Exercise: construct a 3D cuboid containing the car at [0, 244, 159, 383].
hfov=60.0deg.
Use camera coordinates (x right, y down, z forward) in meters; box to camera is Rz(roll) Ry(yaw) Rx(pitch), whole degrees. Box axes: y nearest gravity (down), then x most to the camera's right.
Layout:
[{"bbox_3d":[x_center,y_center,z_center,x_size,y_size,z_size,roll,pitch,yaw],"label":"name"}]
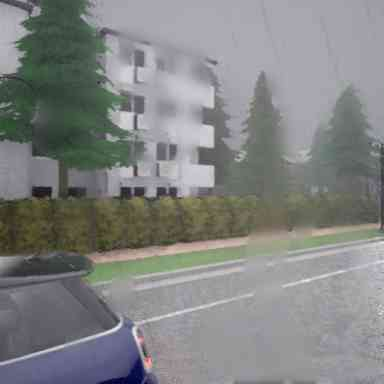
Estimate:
[{"bbox_3d":[-2.528,1.352,2.180,4.553,1.767,2.097,0,0,-35],"label":"car"}]
